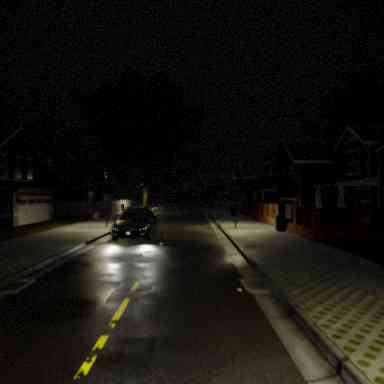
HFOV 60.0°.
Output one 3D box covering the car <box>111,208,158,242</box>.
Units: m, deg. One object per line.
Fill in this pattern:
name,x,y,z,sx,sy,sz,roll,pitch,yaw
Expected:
car,-2.870,1.631,17.370,1.837,1.490,4.892,0,0,0
